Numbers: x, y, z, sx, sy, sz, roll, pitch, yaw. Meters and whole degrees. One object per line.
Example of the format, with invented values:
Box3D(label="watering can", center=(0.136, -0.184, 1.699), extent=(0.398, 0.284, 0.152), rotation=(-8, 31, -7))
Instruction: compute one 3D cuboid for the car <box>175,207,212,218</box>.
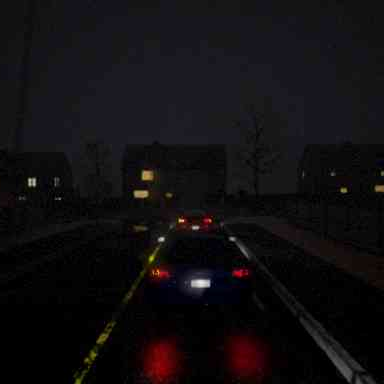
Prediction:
Box3D(label="car", center=(0.107, 1.495, 17.676), extent=(1.812, 1.442, 4.674), rotation=(0, 0, -1))

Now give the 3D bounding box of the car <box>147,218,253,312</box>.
Box3D(label="car", center=(0.125, 1.547, 7.746), extent=(1.994, 1.385, 4.181), rotation=(0, 0, -1))
